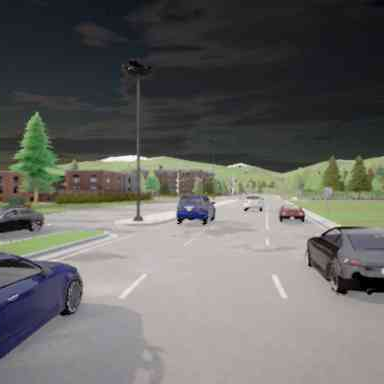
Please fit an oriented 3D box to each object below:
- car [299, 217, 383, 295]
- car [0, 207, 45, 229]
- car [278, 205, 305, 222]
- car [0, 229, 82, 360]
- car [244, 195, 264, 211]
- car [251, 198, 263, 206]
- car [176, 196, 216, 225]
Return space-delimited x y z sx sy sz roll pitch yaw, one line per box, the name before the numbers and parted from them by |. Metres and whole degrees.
car | 4.305 1.589 8.732 1.994 1.385 4.181 0 0 8
car | -9.923 1.546 17.502 2.128 1.511 4.902 0 0 15
car | 7.989 1.678 27.043 1.895 1.301 4.718 0 0 13
car | -3.154 1.541 4.630 1.812 1.442 4.674 0 0 4
car | 7.895 1.346 42.492 2.150 2.045 5.566 0 0 13
car | 11.846 1.738 60.372 1.994 1.385 4.181 0 0 13
car | 0.390 1.295 25.142 2.150 2.045 5.566 0 0 13
